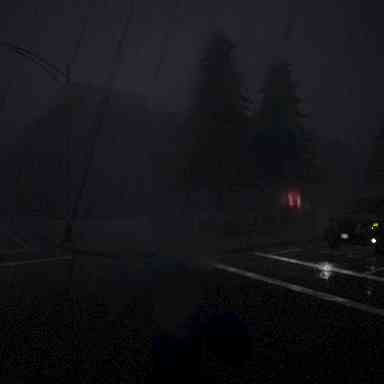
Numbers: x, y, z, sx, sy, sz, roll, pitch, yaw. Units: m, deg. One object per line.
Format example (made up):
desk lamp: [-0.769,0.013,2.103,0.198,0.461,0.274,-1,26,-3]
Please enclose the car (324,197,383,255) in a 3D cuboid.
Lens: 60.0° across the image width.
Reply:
car: [7.762,1.248,13.710,5.566,2.045,2.150,0,0,-36]
